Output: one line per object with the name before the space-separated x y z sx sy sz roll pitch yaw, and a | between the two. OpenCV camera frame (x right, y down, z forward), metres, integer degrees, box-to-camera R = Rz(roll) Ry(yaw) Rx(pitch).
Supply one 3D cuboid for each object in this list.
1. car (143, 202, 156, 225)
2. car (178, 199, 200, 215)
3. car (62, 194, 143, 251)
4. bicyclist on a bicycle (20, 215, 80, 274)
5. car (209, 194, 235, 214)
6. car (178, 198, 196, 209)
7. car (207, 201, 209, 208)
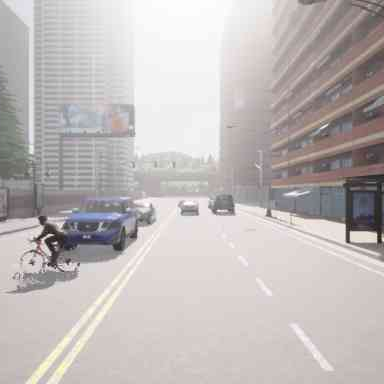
car | -3.706 1.491 24.222 2.128 1.511 4.902 0 0 0
car | -0.207 1.547 34.420 2.033 1.411 5.357 0 0 0
car | -3.698 1.222 14.413 2.150 2.045 5.566 0 0 0
bicyclist on a bicycle | -3.904 1.455 9.111 1.656 1.620 0.582 -2 0 0
car | 3.293 1.221 35.879 2.150 2.045 5.566 0 0 0
car | -0.809 1.601 47.756 1.895 1.301 4.718 0 0 -9
car | 3.173 1.547 46.065 2.033 1.411 5.357 0 0 0
